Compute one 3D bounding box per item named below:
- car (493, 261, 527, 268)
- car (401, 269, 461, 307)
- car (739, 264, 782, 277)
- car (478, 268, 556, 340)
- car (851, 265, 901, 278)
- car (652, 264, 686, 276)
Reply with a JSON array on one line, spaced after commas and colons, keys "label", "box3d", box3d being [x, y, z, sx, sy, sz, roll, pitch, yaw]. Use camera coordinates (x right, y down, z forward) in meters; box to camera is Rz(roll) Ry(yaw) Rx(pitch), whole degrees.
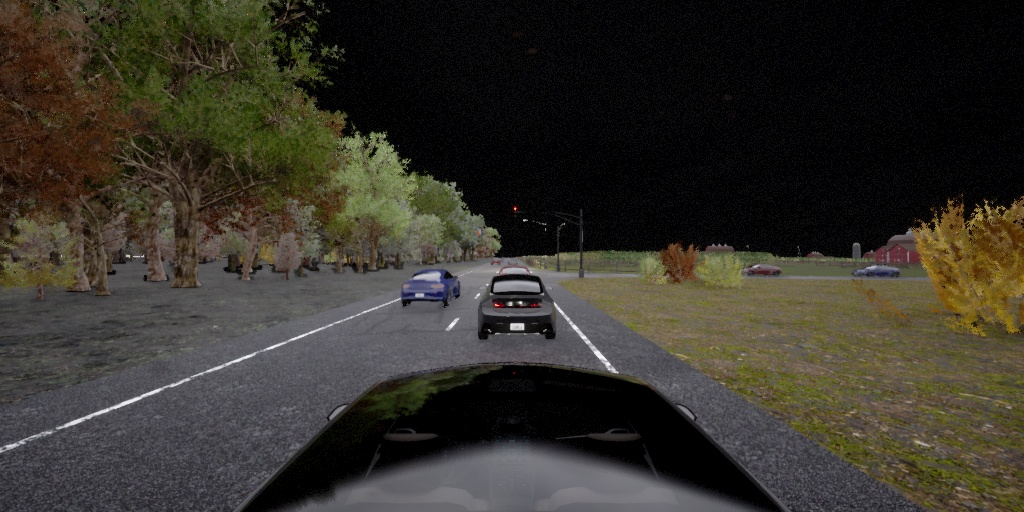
[{"label": "car", "box3d": [0.128, 1.232, 19.413, 1.882, 1.535, 5.008, 0, 0, 0]}, {"label": "car", "box3d": [-3.382, 1.279, 15.439, 1.812, 1.442, 4.674, 0, 0, 0]}, {"label": "car", "box3d": [29.024, 1.650, 42.053, 4.674, 1.442, 1.812, 0, -1, 1]}, {"label": "car", "box3d": [0.112, 1.257, 10.049, 1.837, 1.490, 4.892, 0, 0, 0]}, {"label": "car", "box3d": [42.578, 1.798, 41.957, 4.674, 1.442, 1.812, 0, -1, 1]}, {"label": "car", "box3d": [18.057, 1.496, 42.140, 4.902, 1.511, 2.128, 1, -1, 1]}]
